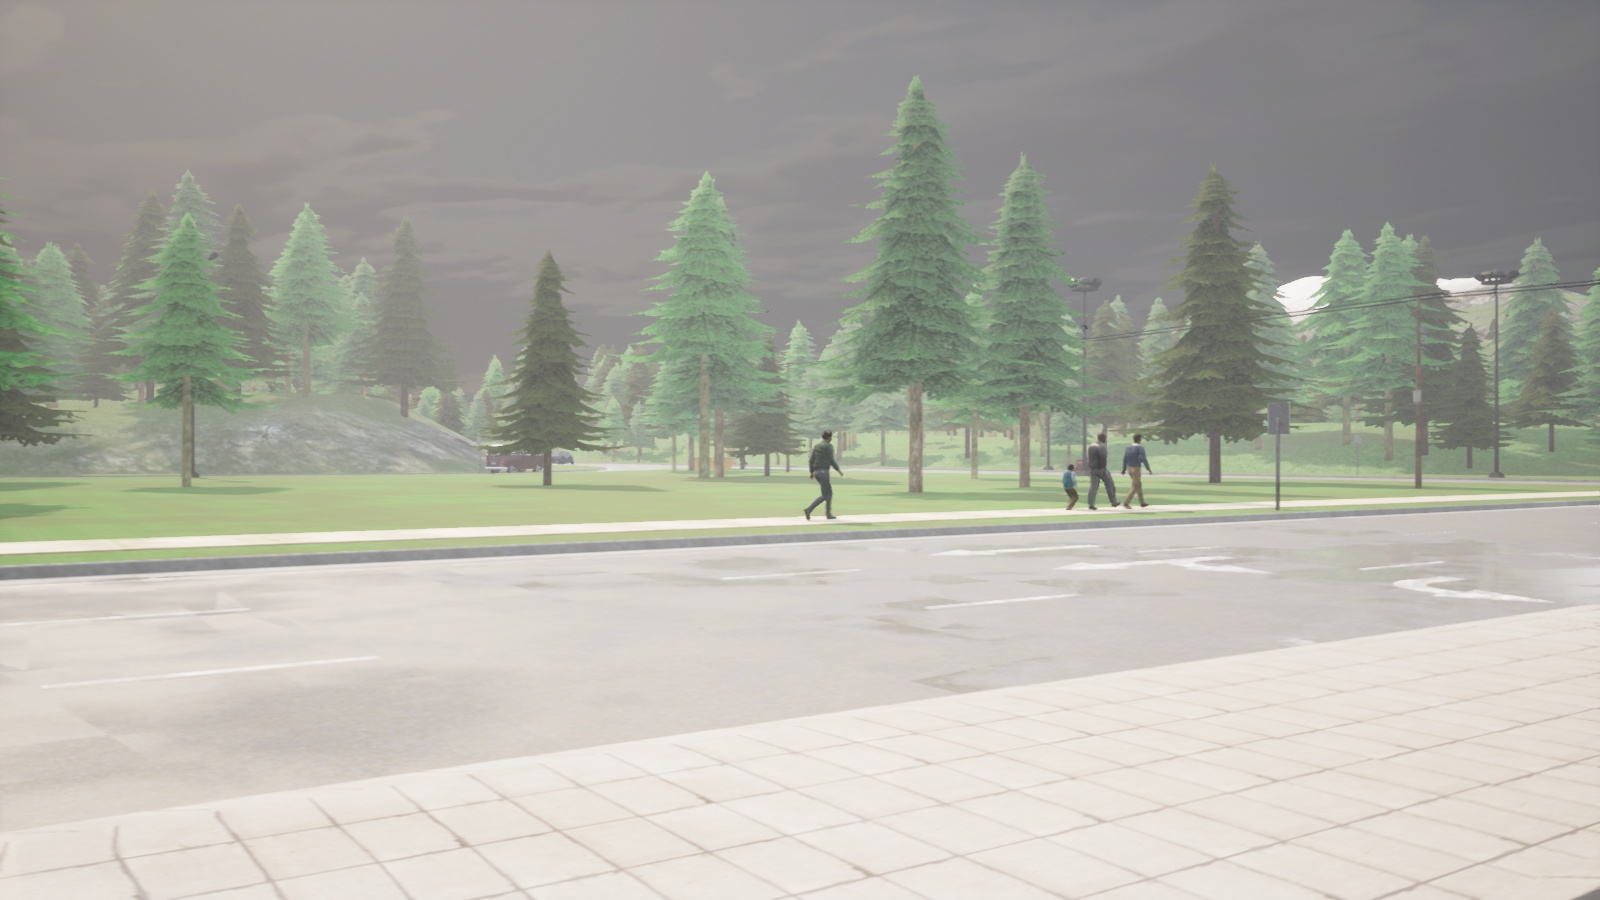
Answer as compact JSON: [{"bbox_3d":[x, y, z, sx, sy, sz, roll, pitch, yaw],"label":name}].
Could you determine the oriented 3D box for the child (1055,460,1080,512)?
[{"bbox_3d":[6.216,0.822,29.168,0.448,1.192,0.343,0,0,-34],"label":"child"}]

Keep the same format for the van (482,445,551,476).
[{"bbox_3d":[-19.266,0.718,85.533,2.069,2.038,4.480,0,0,32],"label":"van"}]

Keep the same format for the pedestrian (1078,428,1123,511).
[{"bbox_3d":[6.931,0.440,28.979,0.849,1.883,0.563,0,0,-26],"label":"pedestrian"}]

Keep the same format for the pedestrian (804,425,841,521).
[{"bbox_3d":[0.442,0.443,24.454,0.614,1.847,0.353,0,0,-32],"label":"pedestrian"}]

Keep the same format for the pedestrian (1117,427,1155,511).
[{"bbox_3d":[7.923,0.439,29.624,0.788,1.949,0.423,0,0,-30],"label":"pedestrian"}]
